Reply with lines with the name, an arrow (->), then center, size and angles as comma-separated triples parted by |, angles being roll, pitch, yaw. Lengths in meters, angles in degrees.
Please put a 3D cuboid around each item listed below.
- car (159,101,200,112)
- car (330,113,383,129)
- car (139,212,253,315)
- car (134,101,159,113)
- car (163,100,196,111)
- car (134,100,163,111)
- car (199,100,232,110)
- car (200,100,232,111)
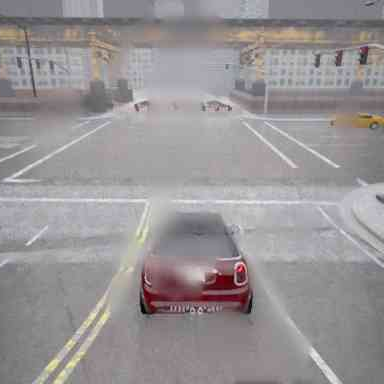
car -> -1.840, -12.651, 49.088 | 4.974, 1.542, 2.038 | -13, 23, -33
car -> 16.666, -7.257, 33.750 | 5.008, 1.535, 1.882 | 0, 19, 1
car -> 0.085, 1.264, 7.923 | 2.097, 1.767, 4.553 | 0, 7, 0
car -> -6.447, -12.682, 49.173 | 4.974, 1.542, 2.038 | 18, 26, 42
car -> -1.798, -12.809, 49.064 | 4.536, 1.218, 1.853 | -13, 23, -33
car -> -6.484, -12.842, 49.156 | 4.536, 1.218, 1.853 | 18, 26, 42
car -> 3.498, -13.028, 49.693 | 4.536, 1.218, 1.853 | 11, 22, 28
car -> 3.543, -12.871, 49.721 | 4.974, 1.542, 2.038 | 11, 22, 28
